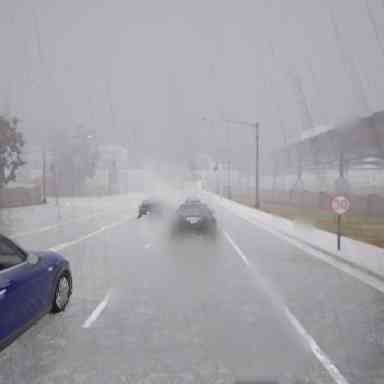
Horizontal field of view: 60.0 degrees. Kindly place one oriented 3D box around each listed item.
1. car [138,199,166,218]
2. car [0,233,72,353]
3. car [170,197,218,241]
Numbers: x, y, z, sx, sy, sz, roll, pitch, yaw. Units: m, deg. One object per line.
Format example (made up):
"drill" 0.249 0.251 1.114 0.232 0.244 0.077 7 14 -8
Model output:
"car" -3.425 1.382 28.593 1.837 1.490 4.892 0 0 0
"car" -3.410 1.339 4.733 2.097 1.767 4.553 0 0 0
"car" 0.085 1.292 16.473 2.097 1.767 4.553 0 0 0
